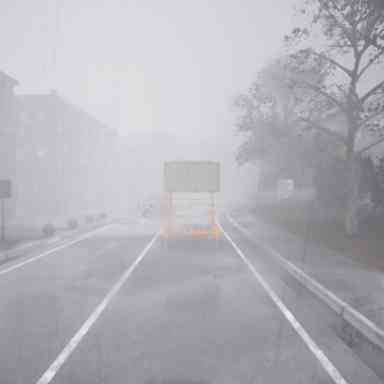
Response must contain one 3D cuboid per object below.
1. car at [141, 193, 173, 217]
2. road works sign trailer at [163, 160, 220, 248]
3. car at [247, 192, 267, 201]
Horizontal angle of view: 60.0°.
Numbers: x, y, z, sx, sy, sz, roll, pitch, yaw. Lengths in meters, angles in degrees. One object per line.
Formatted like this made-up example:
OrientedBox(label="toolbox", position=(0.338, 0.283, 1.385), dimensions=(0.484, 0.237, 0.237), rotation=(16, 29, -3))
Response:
OrientedBox(label="car", position=(-3.101, 1.142, 30.505), dimensions=(2.150, 2.045, 5.566), rotation=(0, 0, 4))
OrientedBox(label="road works sign trailer", position=(-0.010, 0.426, 14.441), dimensions=(2.380, 3.560, 2.880), rotation=(0, 0, 0))
OrientedBox(label="car", position=(13.294, 0.867, 68.133), dimensions=(4.553, 1.767, 2.097), rotation=(-1, 0, -35))
